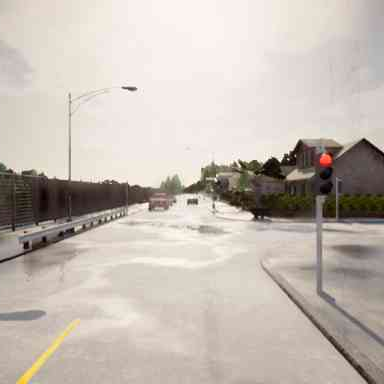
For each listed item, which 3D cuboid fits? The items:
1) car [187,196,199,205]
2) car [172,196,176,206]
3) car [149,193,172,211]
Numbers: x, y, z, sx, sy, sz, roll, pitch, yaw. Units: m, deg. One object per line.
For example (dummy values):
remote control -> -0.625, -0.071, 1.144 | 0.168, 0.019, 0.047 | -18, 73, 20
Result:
car -> 0.119, 1.463, 59.161 | 2.128, 1.511, 4.902 | 0, 0, 0
car -> -4.069, 1.327, 51.466 | 2.097, 1.767, 4.553 | 0, 0, 0
car -> -4.074, 1.202, 41.625 | 2.150, 2.045, 5.566 | 0, 0, 0
